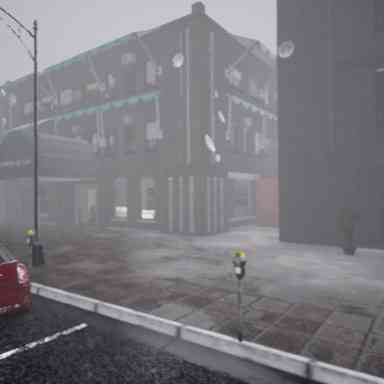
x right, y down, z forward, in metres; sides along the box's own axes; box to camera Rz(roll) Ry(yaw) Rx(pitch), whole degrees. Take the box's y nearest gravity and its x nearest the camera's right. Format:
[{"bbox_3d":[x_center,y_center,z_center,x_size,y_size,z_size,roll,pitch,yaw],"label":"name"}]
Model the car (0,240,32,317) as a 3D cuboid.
[{"bbox_3d":[-4.929,1.517,6.381,4.097,1.590,1.967,-1,0,35],"label":"car"}]
